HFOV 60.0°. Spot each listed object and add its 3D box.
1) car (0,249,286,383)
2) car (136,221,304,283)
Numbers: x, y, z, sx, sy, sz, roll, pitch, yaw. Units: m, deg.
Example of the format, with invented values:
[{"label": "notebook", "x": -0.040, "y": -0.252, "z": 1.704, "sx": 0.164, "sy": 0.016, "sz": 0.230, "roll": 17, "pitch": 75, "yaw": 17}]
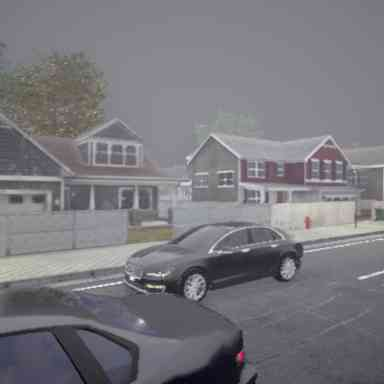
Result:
[{"label": "car", "x": -1.935, "y": 1.547, "z": 2.308, "sx": 5.357, "sy": 1.411, "sz": 2.033, "roll": 0, "pitch": 0, "yaw": -35}, {"label": "car", "x": 0.745, "y": 1.515, "z": 8.211, "sx": 4.892, "sy": 1.490, "sz": 1.837, "roll": 0, "pitch": 0, "yaw": -36}]
